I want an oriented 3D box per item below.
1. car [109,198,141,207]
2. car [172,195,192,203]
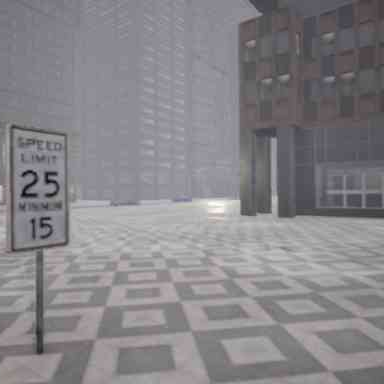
[{"bbox_3d":[-10.499,1.572,52.362,2.033,1.411,5.357,-1,0,36],"label":"car"},{"bbox_3d":[-1.901,1.365,64.436,1.882,1.535,5.008,-1,0,35],"label":"car"}]
